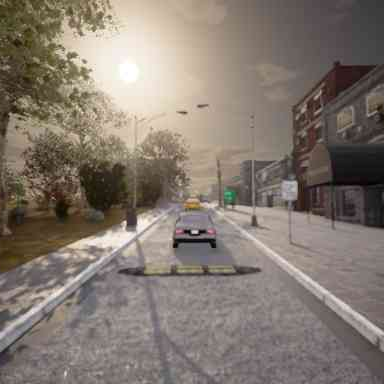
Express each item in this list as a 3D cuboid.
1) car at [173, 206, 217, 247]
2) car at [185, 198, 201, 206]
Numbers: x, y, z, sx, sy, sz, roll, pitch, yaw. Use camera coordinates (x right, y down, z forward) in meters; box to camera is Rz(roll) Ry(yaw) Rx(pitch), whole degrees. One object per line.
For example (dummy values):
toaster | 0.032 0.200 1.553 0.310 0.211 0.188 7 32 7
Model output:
car | 0.103 1.577 15.163 2.033 1.411 5.357 0 0 0
car | 0.100 1.556 42.234 1.882 1.535 5.008 0 0 0
